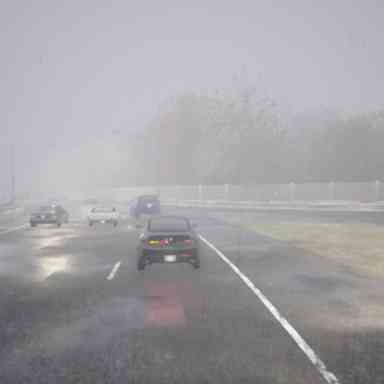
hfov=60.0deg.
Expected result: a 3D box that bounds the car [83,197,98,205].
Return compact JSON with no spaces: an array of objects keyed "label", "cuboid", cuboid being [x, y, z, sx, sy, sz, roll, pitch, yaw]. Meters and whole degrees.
[{"label":"car","cuboid":[-18.658,1.631,61.133,1.812,1.442,4.674,0,0,-32]}]

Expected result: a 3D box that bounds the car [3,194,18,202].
[{"label":"car","cuboid":[-44.811,1.624,80.605,4.718,1.301,1.895,0,0,38]}]

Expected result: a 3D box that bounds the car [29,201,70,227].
[{"label":"car","cuboid":[-9.790,1.597,23.090,2.033,1.411,5.357,0,0,-13]}]

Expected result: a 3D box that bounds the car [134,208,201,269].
[{"label":"car","cuboid":[-0.841,1.514,11.233,1.837,1.490,4.892,0,0,-6]}]

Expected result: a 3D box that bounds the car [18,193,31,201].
[{"label":"car","cuboid":[-42.538,1.247,83.265,5.566,2.045,2.150,0,0,38]}]

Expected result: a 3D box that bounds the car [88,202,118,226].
[{"label":"car","cuboid":[-6.237,1.638,23.684,1.895,1.301,4.718,0,0,-12]}]

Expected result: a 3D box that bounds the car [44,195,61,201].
[{"label":"car","cuboid":[-33.218,1.766,79.706,1.895,1.301,4.718,0,0,-40]}]

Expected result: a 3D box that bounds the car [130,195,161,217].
[{"label":"car","cuboid":[-4.192,1.255,29.688,2.150,2.045,5.566,0,0,-16]}]

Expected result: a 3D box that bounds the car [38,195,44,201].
[{"label":"car","cuboid":[-38.324,1.548,85.877,2.033,1.411,5.357,0,0,-37]}]
